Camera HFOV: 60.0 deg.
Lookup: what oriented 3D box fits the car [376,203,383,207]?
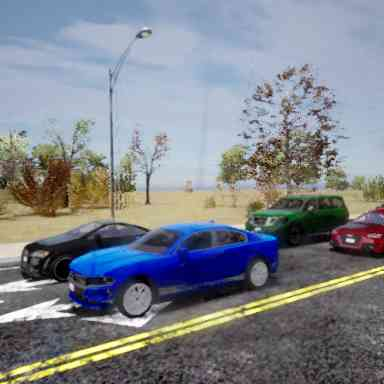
[{"bbox_3d":[12.872,1.242,20.791,4.553,1.767,2.097,0,0,-35],"label":"car"}]

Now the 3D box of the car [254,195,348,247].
[{"bbox_3d":[4.962,1.159,15.168,5.566,2.045,2.150,0,0,-35],"label":"car"}]

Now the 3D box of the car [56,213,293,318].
[{"bbox_3d":[-0.164,1.456,7.538,5.008,1.535,1.882,0,0,-35],"label":"car"}]

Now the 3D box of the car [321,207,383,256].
[{"bbox_3d":[7.168,1.500,12.738,4.181,1.385,1.994,0,0,-34],"label":"car"}]

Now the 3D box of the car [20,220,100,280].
[{"bbox_3d":[-2.671,1.545,9.743,4.181,1.385,1.994,0,0,-35],"label":"car"}]
